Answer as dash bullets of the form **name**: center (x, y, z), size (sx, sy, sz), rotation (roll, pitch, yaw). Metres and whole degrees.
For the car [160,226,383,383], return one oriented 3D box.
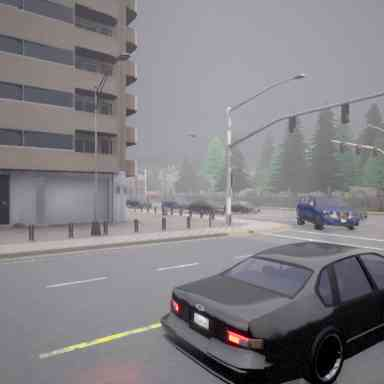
- **car**: center (2.162, 1.547, 5.320), size (5.357, 1.411, 2.033), rotation (0, 0, -35)

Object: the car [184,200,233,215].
- **car**: center (1.610, 1.560, 34.132), size (1.837, 1.490, 4.892), rotation (0, 0, -36)

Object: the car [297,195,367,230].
- **car**: center (8.311, 1.229, 20.877), size (2.150, 2.045, 5.566), rotation (2, 0, 1)

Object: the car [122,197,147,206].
- **car**: center (-9.671, 1.603, 55.860), size (2.033, 1.411, 5.357), rotation (0, 0, -35)

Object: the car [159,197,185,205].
- **car**: center (-3.636, 1.603, 59.741), size (2.033, 1.411, 5.357), rotation (0, 0, -36)

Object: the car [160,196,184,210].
- **car**: center (-2.130, 1.406, 45.325), size (2.097, 1.767, 4.553), rotation (0, 0, -36)

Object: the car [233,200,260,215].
- **car**: center (5.119, 1.581, 35.249), size (1.812, 1.442, 4.674), rotation (0, 0, -36)

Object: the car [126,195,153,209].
- **car**: center (-7.235, 1.561, 46.432), size (1.837, 1.490, 4.892), rotation (0, 0, -36)

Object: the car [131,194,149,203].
- **car**: center (-10.952, 1.408, 69.855), size (2.097, 1.767, 4.553), rotation (0, 0, -36)
